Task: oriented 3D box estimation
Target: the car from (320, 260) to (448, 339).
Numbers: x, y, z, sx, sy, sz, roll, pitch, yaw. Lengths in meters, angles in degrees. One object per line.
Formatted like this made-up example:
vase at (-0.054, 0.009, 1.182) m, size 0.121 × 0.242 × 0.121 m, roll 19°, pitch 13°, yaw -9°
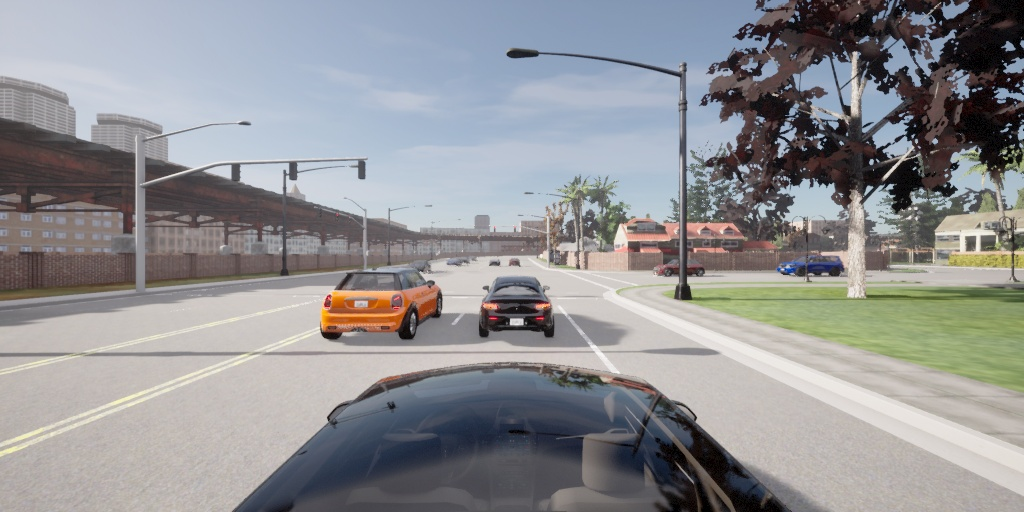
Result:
car at (-3.376, 1.102, 10.198) m, size 2.097 × 1.767 × 4.553 m, roll 0°, pitch 0°, yaw 1°

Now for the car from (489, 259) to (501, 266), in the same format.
car at (-3.033, 1.130, 65.201) m, size 1.895 × 1.301 × 4.718 m, roll 0°, pitch 1°, yaw 0°

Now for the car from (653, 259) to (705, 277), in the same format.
car at (16.275, 1.103, 35.104) m, size 4.553 × 1.767 × 2.097 m, roll 0°, pitch 0°, yaw -1°

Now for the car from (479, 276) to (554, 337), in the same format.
car at (0.122, 1.276, 10.145) m, size 1.812 × 1.442 × 4.674 m, roll 0°, pitch 0°, yaw 0°

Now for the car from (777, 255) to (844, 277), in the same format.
car at (29.419, 0.969, 35.364) m, size 5.566 × 2.045 × 2.150 m, roll 0°, pitch 0°, yaw -1°

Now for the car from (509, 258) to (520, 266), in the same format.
car at (0.461, 1.066, 64.161) m, size 1.812 × 1.442 × 4.674 m, roll 0°, pitch 1°, yaw 0°

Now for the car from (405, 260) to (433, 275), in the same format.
car at (-10.380, 1.235, 40.484) m, size 1.837 × 1.490 × 4.892 m, roll 0°, pitch 0°, yaw 0°

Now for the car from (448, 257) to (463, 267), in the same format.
car at (-10.222, 1.085, 62.568) m, size 1.812 × 1.442 × 4.674 m, roll 0°, pitch 1°, yaw 1°
